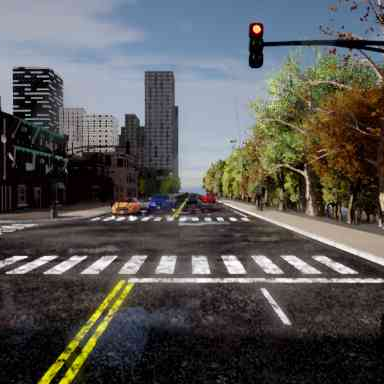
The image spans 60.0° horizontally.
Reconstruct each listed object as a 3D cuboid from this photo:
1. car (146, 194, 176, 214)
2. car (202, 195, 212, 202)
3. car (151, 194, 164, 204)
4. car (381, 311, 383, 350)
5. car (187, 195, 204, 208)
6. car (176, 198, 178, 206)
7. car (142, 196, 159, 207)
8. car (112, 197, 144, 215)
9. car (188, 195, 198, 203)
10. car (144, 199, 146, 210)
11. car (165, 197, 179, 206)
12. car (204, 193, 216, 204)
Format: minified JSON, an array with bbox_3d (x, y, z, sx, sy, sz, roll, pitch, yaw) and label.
[{"bbox_3d":[-3.283,1.205,35.847,2.150,2.045,5.566,0,0,0],"label":"car"},{"bbox_3d":[3.371,1.511,75.894,1.994,1.385,4.181,0,0,0],"label":"car"},{"bbox_3d":[-6.457,1.320,62.742,2.097,1.767,4.553,0,0,1],"label":"car"},{"bbox_3d":[3.355,1.491,2.363,2.128,1.511,4.902,0,0,0],"label":"car"},{"bbox_3d":[0.174,1.467,47.544,2.128,1.511,4.902,0,0,0],"label":"car"},{"bbox_3d":[-3.259,1.330,45.539,2.097,1.767,4.553,0,0,0],"label":"car"},{"bbox_3d":[-6.503,1.465,52.686,2.128,1.511,4.902,0,0,0],"label":"car"},{"bbox_3d":[-6.570,1.337,33.697,2.097,1.767,4.553,0,0,1],"label":"car"},{"bbox_3d":[0.191,1.440,70.683,1.882,1.535,5.008,0,0,0],"label":"car"},{"bbox_3d":[-6.518,1.580,42.683,1.895,1.301,4.718,0,0,0],"label":"car"},{"bbox_3d":[-3.249,1.573,54.880,1.895,1.301,4.718,0,0,0],"label":"car"},{"bbox_3d":[3.449,1.187,65.310,2.150,2.045,5.566,0,0,1],"label":"car"}]
